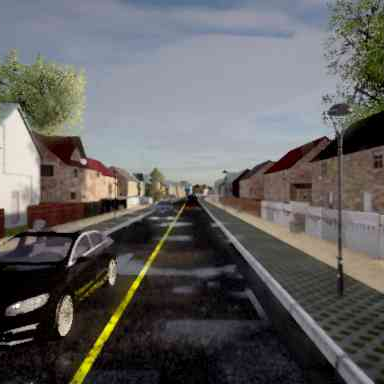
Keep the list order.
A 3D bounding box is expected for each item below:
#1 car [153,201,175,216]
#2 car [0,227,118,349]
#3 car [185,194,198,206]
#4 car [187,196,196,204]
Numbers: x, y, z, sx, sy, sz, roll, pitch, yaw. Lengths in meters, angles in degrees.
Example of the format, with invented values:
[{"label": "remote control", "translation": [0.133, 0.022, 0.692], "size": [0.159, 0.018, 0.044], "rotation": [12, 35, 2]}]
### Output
[{"label": "car", "translation": [-2.778, 1.645, 34.009], "size": [1.812, 1.442, 4.674], "rotation": [0, 0, 0]}, {"label": "car", "translation": [-2.838, 1.516, 6.667], "size": [2.128, 1.511, 4.902], "rotation": [0, 0, 1]}, {"label": "car", "translation": [-0.042, 1.421, 59.553], "size": [2.150, 2.045, 5.566], "rotation": [0, 0, 0]}, {"label": "car", "translation": [-0.049, 1.588, 70.281], "size": [1.882, 1.535, 5.008], "rotation": [0, 0, 0]}]
